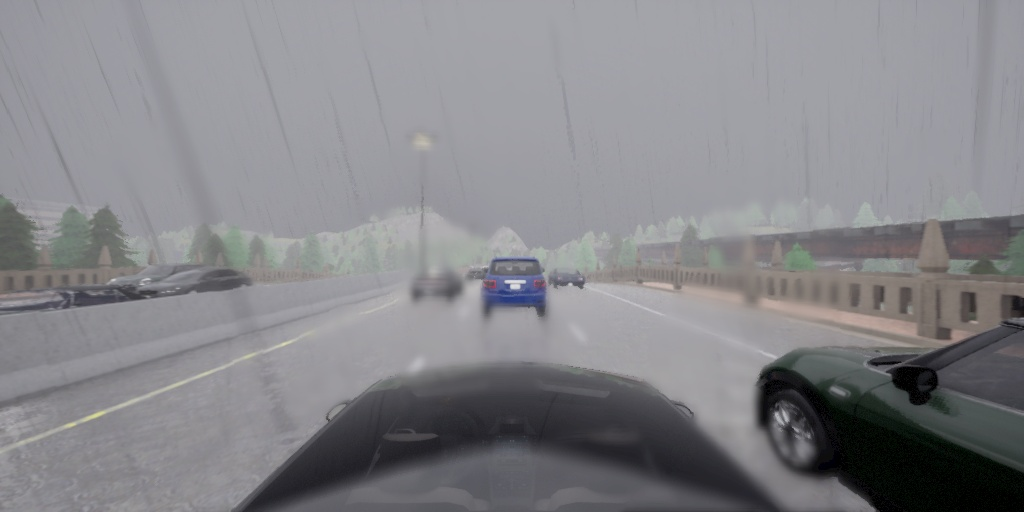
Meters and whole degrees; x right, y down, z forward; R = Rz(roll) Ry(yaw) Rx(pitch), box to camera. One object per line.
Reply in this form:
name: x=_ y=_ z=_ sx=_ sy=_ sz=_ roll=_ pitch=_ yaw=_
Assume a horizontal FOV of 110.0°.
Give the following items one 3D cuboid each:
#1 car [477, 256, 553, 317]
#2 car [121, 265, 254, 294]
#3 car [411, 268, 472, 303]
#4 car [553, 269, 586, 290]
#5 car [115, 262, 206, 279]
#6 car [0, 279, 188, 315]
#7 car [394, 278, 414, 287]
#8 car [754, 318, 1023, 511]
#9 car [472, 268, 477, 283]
car: x=0.100 y=1.034 z=13.612 sx=2.150 sy=2.045 sz=5.566 roll=0 pitch=0 yaw=0
car: x=-14.100 y=1.327 z=16.302 sx=1.837 sy=1.490 sz=4.892 roll=0 pitch=0 yaw=0
car: x=-3.401 y=1.321 z=17.138 sx=2.128 sy=1.511 sz=4.902 roll=0 pitch=0 yaw=0
car: x=3.598 y=1.523 z=24.289 sx=1.895 sy=1.301 sz=4.718 roll=0 pitch=-1 yaw=0
car: x=-17.599 y=1.186 z=18.327 sx=2.097 sy=1.767 sz=4.553 roll=0 pitch=0 yaw=0
car: x=-10.600 y=1.384 z=8.224 sx=1.895 sy=1.301 sz=4.718 roll=0 pitch=0 yaw=0
car: x=-17.552 y=4.304 z=58.353 sx=1.994 sy=1.385 sz=4.181 roll=0 pitch=-6 yaw=1
car: x=3.598 y=1.103 z=1.907 sx=2.097 sy=1.767 sz=4.553 roll=0 pitch=0 yaw=0
car: x=-3.403 y=2.002 z=36.197 sx=1.837 sy=1.490 sz=4.892 roll=0 pitch=-4 yaw=0
